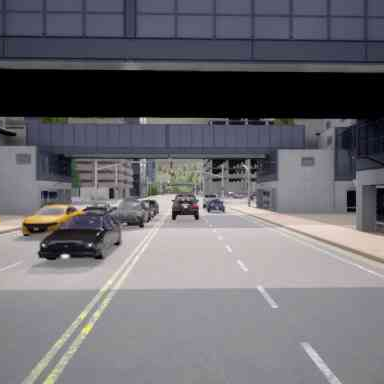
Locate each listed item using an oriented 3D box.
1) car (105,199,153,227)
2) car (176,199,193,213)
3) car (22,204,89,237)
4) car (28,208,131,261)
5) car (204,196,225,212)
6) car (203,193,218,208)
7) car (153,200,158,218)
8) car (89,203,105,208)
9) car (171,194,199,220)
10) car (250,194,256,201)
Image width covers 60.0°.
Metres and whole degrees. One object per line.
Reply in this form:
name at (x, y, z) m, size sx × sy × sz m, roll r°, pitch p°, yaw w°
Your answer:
car at (-4.110, 1.352, 22.387) m, size 2.097 × 1.767 × 4.553 m, roll 0°, pitch 0°, yaw -1°
car at (-0.828, 1.526, 37.908) m, size 1.812 × 1.442 × 4.674 m, roll 0°, pitch 0°, yaw -1°
car at (-7.518, 1.478, 18.412) m, size 1.882 × 1.535 × 5.008 m, roll 0°, pitch 1°, yaw -1°
car at (-3.880, 1.548, 12.638) m, size 2.033 × 1.411 × 5.357 m, roll 0°, pitch 0°, yaw -2°
car at (2.668, 1.526, 37.992) m, size 1.812 × 1.442 × 4.674 m, roll 0°, pitch 0°, yaw -1°
car at (2.821, 1.221, 47.498) m, size 2.150 × 2.045 × 5.566 m, roll 0°, pitch 0°, yaw 8°
car at (-4.145, 1.526, 27.455) m, size 1.812 × 1.442 × 4.674 m, roll 0°, pitch 0°, yaw -1°
car at (-7.644, 1.572, 27.368) m, size 1.994 × 1.385 × 4.181 m, roll 0°, pitch 0°, yaw -1°
car at (-0.564, 1.221, 28.211) m, size 2.150 × 2.045 × 5.566 m, roll 0°, pitch 0°, yaw -1°
car at (14.742, 1.153, 77.916) m, size 1.932 × 1.855 × 4.605 m, roll 0°, pitch 0°, yaw -2°
